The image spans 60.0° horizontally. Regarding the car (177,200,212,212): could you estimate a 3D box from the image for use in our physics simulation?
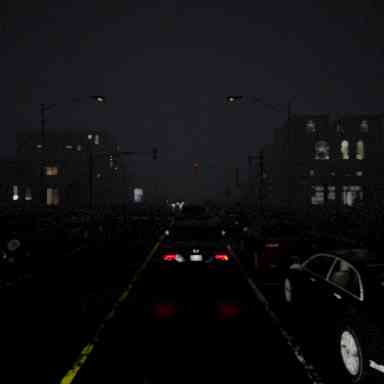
[{"bbox_3d":[0.102,1.550,22.081,1.882,1.535,5.008,0,0,0],"label":"car"}]

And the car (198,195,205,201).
[{"bbox_3d":[2.700,1.752,93.358,1.967,1.590,4.097,0,0,0],"label":"car"}]

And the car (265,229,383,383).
[{"bbox_3d":[2.695,1.568,5.240,2.008,1.369,4.403,0,0,0],"label":"car"}]

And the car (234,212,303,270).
[{"bbox_3d":[2.695,1.580,10.931,1.887,1.381,4.507,0,0,0],"label":"car"}]

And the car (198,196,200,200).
[{"bbox_3d":[2.698,1.798,65.748,1.802,1.307,4.206,0,0,0],"label":"car"}]

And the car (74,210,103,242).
[{"bbox_3d":[-5.685,1.605,16.641,2.008,1.369,4.403,0,0,0],"label":"car"}]

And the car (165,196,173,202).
[{"bbox_3d":[-5.681,1.798,82.159,1.752,1.417,4.829,0,0,0],"label":"car"}]

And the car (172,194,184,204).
[{"bbox_3d":[-2.996,1.749,68.048,1.812,1.442,4.674,0,0,0],"label":"car"}]

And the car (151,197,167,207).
[{"bbox_3d":[-5.683,1.761,54.719,1.802,1.307,4.206,0,0,0],"label":"car"}]

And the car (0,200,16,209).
[{"bbox_3d":[-25.448,1.584,43.109,4.829,1.417,1.752,0,-1,1],"label":"car"}]

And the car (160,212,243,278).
[{"bbox_3d":[0.102,1.581,10.229,2.033,1.411,5.357,0,0,0],"label":"car"}]

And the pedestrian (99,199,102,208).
[{"bbox_3d":[-12.549,1.560,45.852,0.375,1.300,0.375,0,-1,1],"label":"pedestrian"}]

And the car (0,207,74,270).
[{"bbox_3d":[-5.685,1.476,10.949,1.967,1.590,4.097,0,0,0],"label":"car"}]

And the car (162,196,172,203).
[{"bbox_3d":[-5.681,1.694,76.807,1.967,1.590,4.097,0,0,0],"label":"car"}]

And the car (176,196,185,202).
[{"bbox_3d":[-2.995,1.796,84.277,2.128,1.511,4.902,0,0,0],"label":"car"}]

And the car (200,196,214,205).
[{"bbox_3d":[2.697,1.745,54.706,1.947,1.339,4.313,0,0,0],"label":"car"}]

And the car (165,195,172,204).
[{"bbox_3d":[-5.683,1.767,65.762,2.008,1.369,4.403,0,0,0],"label":"car"}]

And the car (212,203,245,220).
[{"bbox_3d":[2.696,1.624,22.315,2.008,1.369,4.403,0,0,0],"label":"car"}]
